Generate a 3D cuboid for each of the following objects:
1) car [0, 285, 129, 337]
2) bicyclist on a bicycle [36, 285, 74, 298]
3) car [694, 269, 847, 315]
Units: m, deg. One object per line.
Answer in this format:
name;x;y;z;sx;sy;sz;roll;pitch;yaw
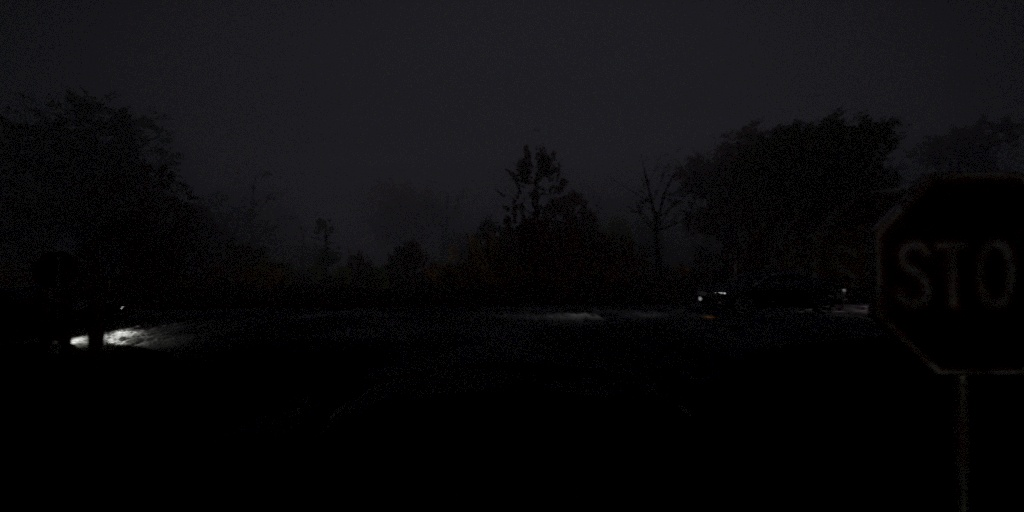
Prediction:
car;-15.276;1.621;11.093;5.357;1.411;2.033;-1;0;2
bicyclist on a bicycle;-22.105;1.676;17.290;0.582;1.620;1.656;-1;0;2
car;9.217;1.240;13.011;4.902;1.511;2.128;-1;0;-2
